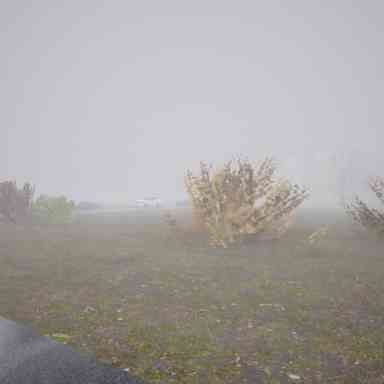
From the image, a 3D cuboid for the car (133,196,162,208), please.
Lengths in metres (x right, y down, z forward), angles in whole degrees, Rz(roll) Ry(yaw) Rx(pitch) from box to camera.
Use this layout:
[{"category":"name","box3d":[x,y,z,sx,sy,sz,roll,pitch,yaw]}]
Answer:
[{"category":"car","box3d":[-7.605,1.746,57.380,2.150,2.045,5.566,-1,-2,36]}]

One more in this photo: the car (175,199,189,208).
[{"category":"car","box3d":[-0.977,2.010,60.423,1.882,1.535,5.008,-1,-1,36]}]

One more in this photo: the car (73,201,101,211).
[{"category":"car","box3d":[-15.374,1.926,46.609,2.033,1.411,5.357,-1,-1,36]}]
